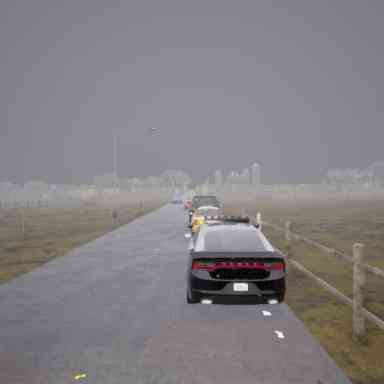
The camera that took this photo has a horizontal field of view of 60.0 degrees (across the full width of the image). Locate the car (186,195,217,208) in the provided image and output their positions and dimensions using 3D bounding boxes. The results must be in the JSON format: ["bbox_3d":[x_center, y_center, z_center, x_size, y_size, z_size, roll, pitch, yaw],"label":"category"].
[{"bbox_3d":[0.875,1.228,24.212,2.150,2.045,5.566,0,0,0],"label":"car"}]

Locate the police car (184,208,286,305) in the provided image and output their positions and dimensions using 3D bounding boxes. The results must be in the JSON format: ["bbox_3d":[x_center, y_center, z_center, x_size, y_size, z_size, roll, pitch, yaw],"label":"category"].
[{"bbox_3d":[0.842,1.425,8.291,1.930,1.638,5.238,0,0,0],"label":"police car"}]

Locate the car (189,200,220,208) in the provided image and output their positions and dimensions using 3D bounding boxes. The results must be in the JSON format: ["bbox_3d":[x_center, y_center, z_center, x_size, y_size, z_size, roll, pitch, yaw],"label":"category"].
[{"bbox_3d":[0.862,1.457,18.371,1.801,1.575,5.366,0,0,0],"label":"car"}]

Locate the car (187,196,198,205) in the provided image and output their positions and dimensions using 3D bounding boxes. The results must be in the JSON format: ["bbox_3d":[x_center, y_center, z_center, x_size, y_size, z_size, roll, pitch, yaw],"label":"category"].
[{"bbox_3d":[0.119,1.543,58.431,1.812,1.442,4.674,0,0,0],"label":"car"}]

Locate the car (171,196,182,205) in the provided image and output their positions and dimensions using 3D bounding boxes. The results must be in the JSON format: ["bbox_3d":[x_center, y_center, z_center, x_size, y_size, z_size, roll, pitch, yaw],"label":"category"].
[{"bbox_3d":[-2.632,1.495,58.307,1.882,1.535,5.008,0,0,0],"label":"car"}]

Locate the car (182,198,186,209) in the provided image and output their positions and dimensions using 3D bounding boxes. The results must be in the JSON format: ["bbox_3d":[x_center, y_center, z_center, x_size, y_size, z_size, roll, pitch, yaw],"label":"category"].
[{"bbox_3d":[0.113,1.367,45.425,2.097,1.767,4.553,0,0,1],"label":"car"}]
